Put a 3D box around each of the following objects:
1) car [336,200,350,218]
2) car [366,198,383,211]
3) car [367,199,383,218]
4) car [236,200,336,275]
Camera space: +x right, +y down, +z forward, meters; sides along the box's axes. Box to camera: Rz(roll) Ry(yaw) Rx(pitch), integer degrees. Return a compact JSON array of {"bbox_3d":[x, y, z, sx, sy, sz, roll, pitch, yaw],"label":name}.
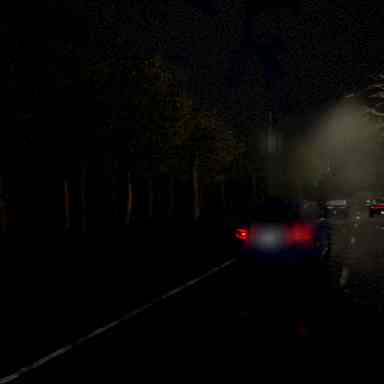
[{"bbox_3d":[12.965,1.484,29.729,2.128,1.511,4.902,-2,-1,27],"label":"car"},{"bbox_3d":[21.379,1.439,38.489,1.994,1.385,4.181,-2,-1,27],"label":"car"},{"bbox_3d":[16.426,1.400,28.878,1.837,1.490,4.892,-2,-1,27],"label":"car"},{"bbox_3d":[3.191,1.258,10.861,2.150,2.045,5.566,-2,0,27],"label":"car"}]
